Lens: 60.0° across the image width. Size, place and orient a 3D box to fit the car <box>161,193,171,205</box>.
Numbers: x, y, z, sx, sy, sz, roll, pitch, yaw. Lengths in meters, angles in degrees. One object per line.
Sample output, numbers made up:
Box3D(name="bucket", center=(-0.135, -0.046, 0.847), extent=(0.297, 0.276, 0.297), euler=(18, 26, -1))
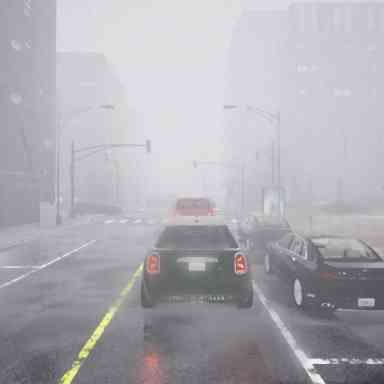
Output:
Box3D(name="car", center=(-3.137, 1.236, 51.021), extent=(2.150, 2.045, 5.566), euler=(0, 0, 0))

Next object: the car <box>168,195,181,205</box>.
Box3D(name="car", center=(-3.087, 1.371, 60.591), extent=(2.097, 1.767, 4.553), euler=(0, 0, 0))

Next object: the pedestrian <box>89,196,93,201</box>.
Box3D(name="pedestrian", center=(-12.542, 1.344, 41.292), extent=(0.375, 1.860, 0.375), euler=(0, 0, 0))

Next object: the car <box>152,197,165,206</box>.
Box3D(name="car", center=(-5.697, 1.562, 56.940), extent=(1.887, 1.381, 4.507), euler=(1, 0, 0))

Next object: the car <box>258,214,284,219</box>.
Box3D(name="car", center=(2.826, 1.554, 13.139), extent=(2.008, 1.369, 4.403), euler=(1, 0, 0))

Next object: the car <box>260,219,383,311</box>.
Box3D(name="car", center=(2.828, 1.553, 7.569), extent=(2.008, 1.369, 4.403), euler=(1, 0, 0))

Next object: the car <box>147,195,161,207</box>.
Box3D(name="car", center=(-5.691, 1.330, 51.369), extent=(2.192, 1.841, 5.009), euler=(1, 0, 0))

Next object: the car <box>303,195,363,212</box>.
Box3D(name="car", center=(14.977, 1.382, 35.554), extent=(5.008, 1.535, 1.882), euler=(0, -1, 2))

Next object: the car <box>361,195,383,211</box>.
Box3D(name="car", center=(19.279, 1.225, 38.118), extent=(5.009, 1.841, 2.192), euler=(0, 0, 0))

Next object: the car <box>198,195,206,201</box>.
Box3D(name="car", center=(2.673, 1.575, 90.329), extent=(1.887, 1.381, 4.507), euler=(1, 0, 0))

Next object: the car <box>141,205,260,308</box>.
Box3D(name="car", center=(0.098, 1.354, 8.066), extent=(2.097, 1.767, 4.553), euler=(0, 0, 0))

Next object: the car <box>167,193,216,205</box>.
Box3D(name="car", center=(0.082, 1.226, 17.536), extent=(2.150, 2.045, 5.566), euler=(0, 0, 0))

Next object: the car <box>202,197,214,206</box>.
Box3D(name="car", center=(2.683, 1.599, 56.903), extent=(1.802, 1.307, 4.206), euler=(1, 0, 0))

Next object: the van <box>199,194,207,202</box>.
Box3D(name="van", center=(2.679, 1.367, 79.188), extent=(1.690, 1.788, 3.998), euler=(1, 0, 0))

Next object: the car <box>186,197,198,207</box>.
Box3D(name="car", center=(0.069, 1.522, 52.720), extent=(1.837, 1.490, 4.892), euler=(0, 0, 0))

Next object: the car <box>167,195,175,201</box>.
Box3D(name="car", center=(-5.708, 1.596, 90.366), extent=(1.947, 1.339, 4.313), euler=(1, 0, 0))

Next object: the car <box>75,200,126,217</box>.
Box3D(name="car", center=(-8.630, 1.517, 31.387), extent=(4.902, 1.511, 2.128), euler=(-1, -1, 16))

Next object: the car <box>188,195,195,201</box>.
Box3D(name="car", center=(-0.028, 1.555, 89.816), extent=(1.812, 1.442, 4.674), euler=(0, 0, 0))

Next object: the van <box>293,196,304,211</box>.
Box3D(name="van", center=(13.752, 1.294, 38.155), extent=(3.998, 1.788, 1.690), euler=(0, 0, 0))

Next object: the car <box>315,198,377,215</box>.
Box3D(name="car", center=(13.694, 1.411, 29.774), extent=(4.206, 1.307, 1.802), euler=(0, 0, 0))

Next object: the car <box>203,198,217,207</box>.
Box3D(name="car", center=(2.685, 1.581, 51.332), extent=(1.947, 1.339, 4.313), euler=(1, 0, 0))

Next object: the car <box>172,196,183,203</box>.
Box3D(name="car", center=(-3.022, 1.548, 70.661), extent=(2.128, 1.511, 4.902), euler=(0, 0, 0))
